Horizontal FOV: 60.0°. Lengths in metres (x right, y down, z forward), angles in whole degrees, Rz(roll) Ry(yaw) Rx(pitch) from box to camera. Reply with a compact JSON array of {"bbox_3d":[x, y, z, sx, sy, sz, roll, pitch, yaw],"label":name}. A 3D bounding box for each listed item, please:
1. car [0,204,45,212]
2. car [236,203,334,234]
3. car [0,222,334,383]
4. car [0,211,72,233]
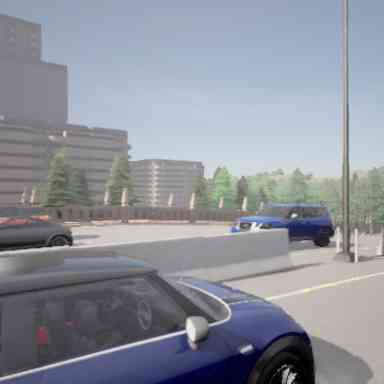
[{"bbox_3d":[-8.675,1.366,15.001,4.553,1.767,2.097,1,0,-35],"label":"car"},{"bbox_3d":[4.441,1.554,15.758,5.566,2.045,2.150,4,-2,-35],"label":"car"},{"bbox_3d":[-0.874,1.361,3.123,4.553,1.767,2.097,1,0,-36],"label":"car"},{"bbox_3d":[-6.560,1.579,12.210,4.181,1.385,1.994,1,0,-35],"label":"car"}]
